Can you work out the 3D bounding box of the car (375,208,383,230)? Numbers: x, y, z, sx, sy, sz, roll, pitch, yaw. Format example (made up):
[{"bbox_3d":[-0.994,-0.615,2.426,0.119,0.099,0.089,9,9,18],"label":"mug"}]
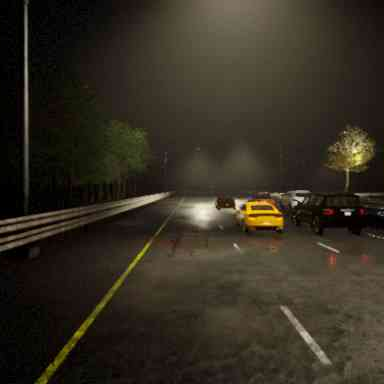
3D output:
[{"bbox_3d":[10.586,1.445,17.533,1.895,1.301,4.718,0,1,0],"label":"car"}]

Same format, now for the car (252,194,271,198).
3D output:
[{"bbox_3d":[7.071,1.019,34.350,2.097,1.767,4.553,0,1,0],"label":"car"}]

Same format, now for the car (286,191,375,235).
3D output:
[{"bbox_3d":[7.085,1.063,17.814,2.150,2.045,5.566,0,1,0],"label":"car"}]

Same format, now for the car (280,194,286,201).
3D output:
[{"bbox_3d":[10.573,0.894,33.855,2.150,2.045,5.566,0,1,0],"label":"car"}]

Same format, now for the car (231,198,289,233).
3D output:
[{"bbox_3d":[3.586,1.313,18.440,1.882,1.535,5.008,0,1,0],"label":"car"}]

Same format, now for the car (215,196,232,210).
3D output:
[{"bbox_3d":[3.570,1.124,36.193,1.882,1.535,5.008,0,1,0],"label":"car"}]
